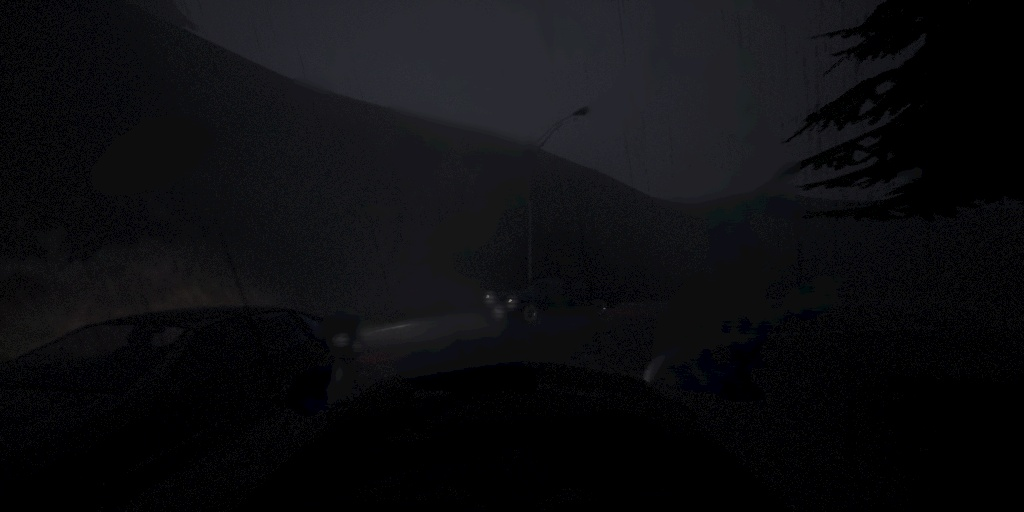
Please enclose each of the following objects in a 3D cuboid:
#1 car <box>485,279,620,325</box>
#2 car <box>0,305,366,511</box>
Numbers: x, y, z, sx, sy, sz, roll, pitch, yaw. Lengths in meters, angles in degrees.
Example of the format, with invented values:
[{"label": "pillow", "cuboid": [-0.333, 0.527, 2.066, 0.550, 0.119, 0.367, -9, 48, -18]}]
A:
[{"label": "car", "cuboid": [1.466, 1.488, 12.556, 4.718, 1.301, 1.895, 1, -1, -30]}, {"label": "car", "cuboid": [-3.586, 1.312, 3.939, 2.033, 1.411, 5.357, 0, -1, 4]}]
